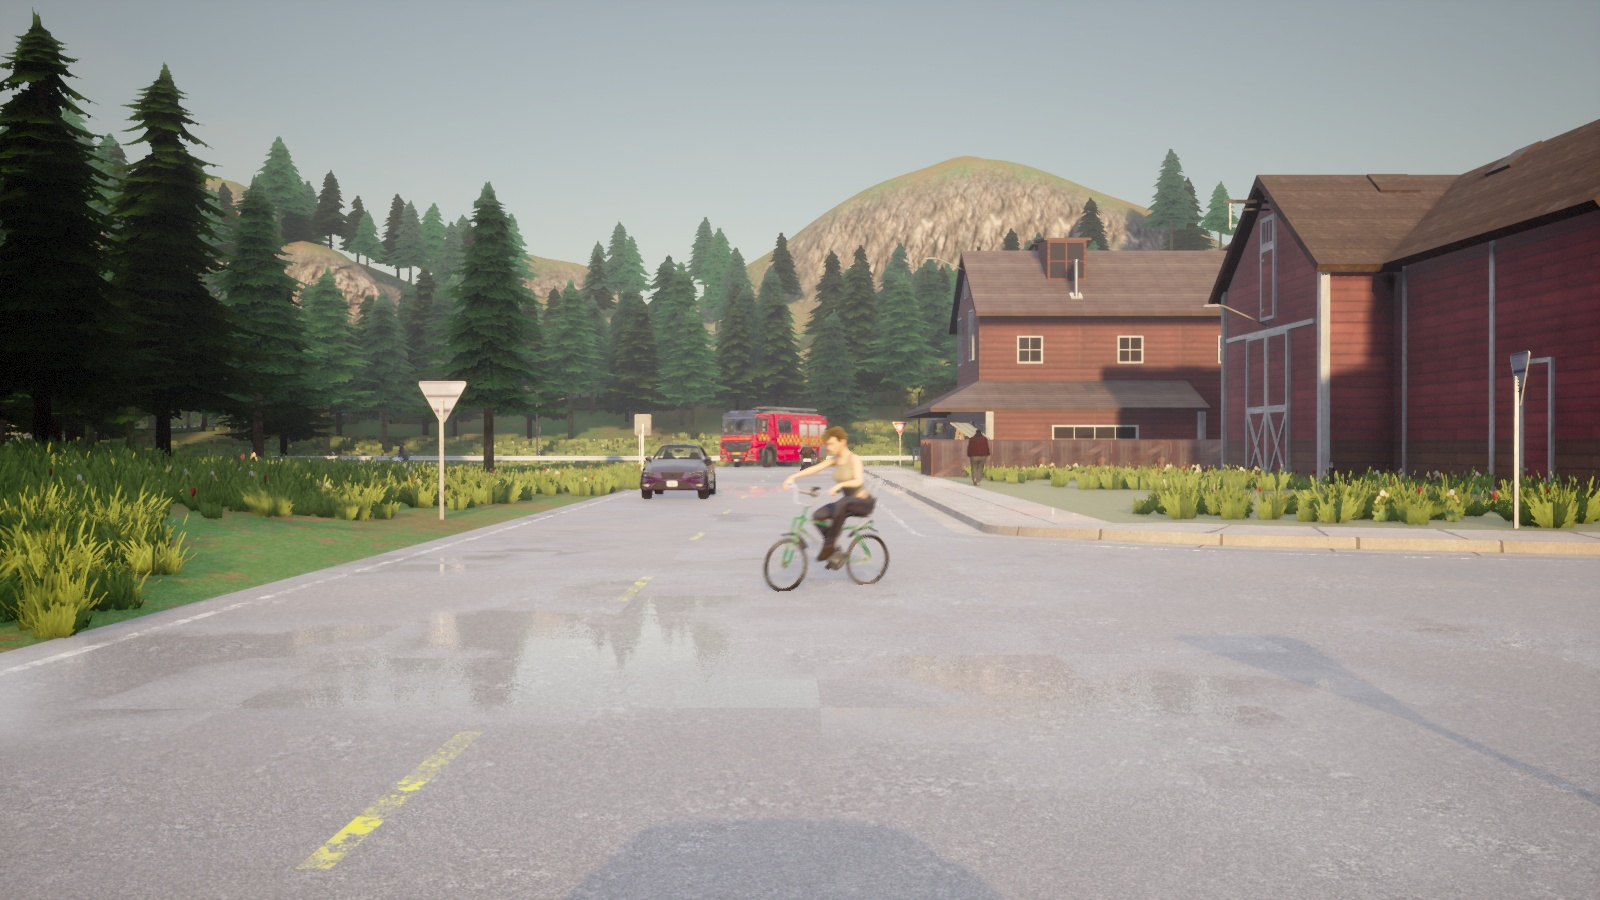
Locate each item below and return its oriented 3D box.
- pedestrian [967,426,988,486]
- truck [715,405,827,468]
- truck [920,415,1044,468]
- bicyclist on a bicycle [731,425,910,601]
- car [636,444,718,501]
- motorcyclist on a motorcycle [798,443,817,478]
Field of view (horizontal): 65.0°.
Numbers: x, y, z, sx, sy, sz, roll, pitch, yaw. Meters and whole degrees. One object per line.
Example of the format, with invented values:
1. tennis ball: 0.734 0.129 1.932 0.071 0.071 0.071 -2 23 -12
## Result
1. pedestrian: 5.507 0.186 38.941 0.634 1.844 0.899 0 0 9
2. truck: -1.725 -0.813 80.438 2.891 3.827 8.468 -1 -1 33
3. truck: 12.192 -0.563 84.681 7.936 3.462 2.891 0 0 0
4. bicyclist on a bicycle: 0.202 0.574 12.452 1.509 1.612 0.866 -1 3 -32
5. car: -3.295 0.563 34.384 1.816 1.474 4.193 0 0 0
6. motorcyclist on a motorcycle: 0.330 0.460 56.922 0.866 1.530 2.191 0 0 0
